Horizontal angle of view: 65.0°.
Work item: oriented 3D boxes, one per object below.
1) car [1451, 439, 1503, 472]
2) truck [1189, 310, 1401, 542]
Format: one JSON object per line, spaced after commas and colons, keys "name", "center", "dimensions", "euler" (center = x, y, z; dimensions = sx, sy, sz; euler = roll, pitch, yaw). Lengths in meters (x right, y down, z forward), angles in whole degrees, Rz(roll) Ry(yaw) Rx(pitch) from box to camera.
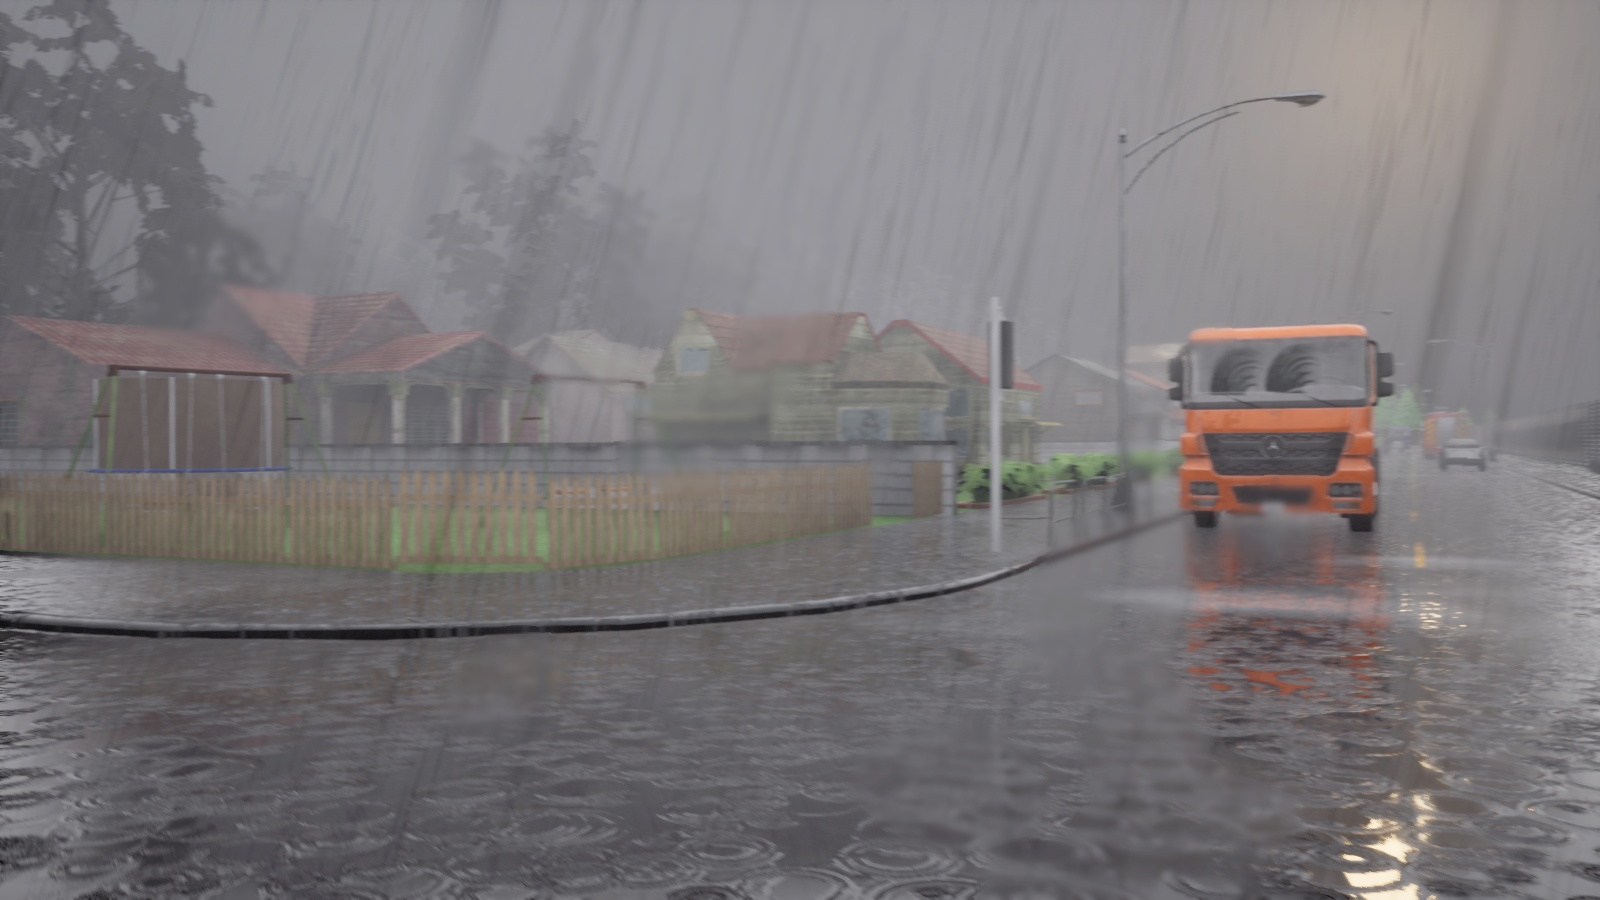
{"name": "car", "center": [32.186, 0.240, 59.801], "dimensions": [2.007, 1.525, 4.514], "euler": [0, 0, 27]}
{"name": "truck", "center": [9.260, -0.401, 22.873], "dimensions": [2.891, 3.462, 7.936], "euler": [0, 1, 27]}
